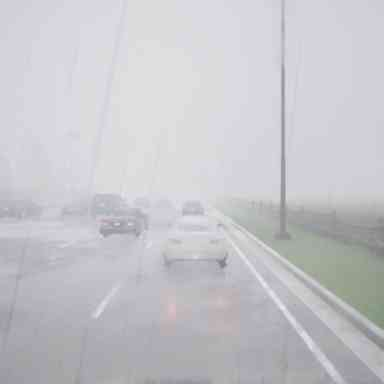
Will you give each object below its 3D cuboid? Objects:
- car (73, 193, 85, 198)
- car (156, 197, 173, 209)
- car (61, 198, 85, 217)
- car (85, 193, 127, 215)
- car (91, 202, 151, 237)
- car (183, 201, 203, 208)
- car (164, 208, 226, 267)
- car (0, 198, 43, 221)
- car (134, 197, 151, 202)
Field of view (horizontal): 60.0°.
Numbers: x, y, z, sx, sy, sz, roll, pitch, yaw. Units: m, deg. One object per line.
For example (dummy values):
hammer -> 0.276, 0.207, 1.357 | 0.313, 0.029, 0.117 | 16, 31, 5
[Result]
car -> -13.994, 1.119, 43.998 | 2.150, 2.045, 5.566 | 0, 1, 0
car -> -3.511, 1.405, 42.430 | 1.837, 1.490, 4.892 | 0, 0, 0
car -> -10.410, 1.490, 30.516 | 1.994, 1.385, 4.181 | 0, 0, 0
car -> -6.909, 1.154, 28.163 | 2.150, 2.045, 5.566 | 0, 0, 0
car -> -3.405, 1.505, 17.642 | 2.033, 1.411, 5.357 | 0, 0, 0
car -> 0.089, 1.491, 30.913 | 1.994, 1.385, 4.181 | 0, 0, 0
car -> 0.096, 1.499, 11.248 | 1.812, 1.442, 4.674 | 0, 0, 0
car -> -13.899, 1.290, 26.936 | 2.097, 1.767, 4.553 | 0, 1, -2
car -> -6.971, 1.380, 46.647 | 2.128, 1.511, 4.902 | 0, 0, 0
